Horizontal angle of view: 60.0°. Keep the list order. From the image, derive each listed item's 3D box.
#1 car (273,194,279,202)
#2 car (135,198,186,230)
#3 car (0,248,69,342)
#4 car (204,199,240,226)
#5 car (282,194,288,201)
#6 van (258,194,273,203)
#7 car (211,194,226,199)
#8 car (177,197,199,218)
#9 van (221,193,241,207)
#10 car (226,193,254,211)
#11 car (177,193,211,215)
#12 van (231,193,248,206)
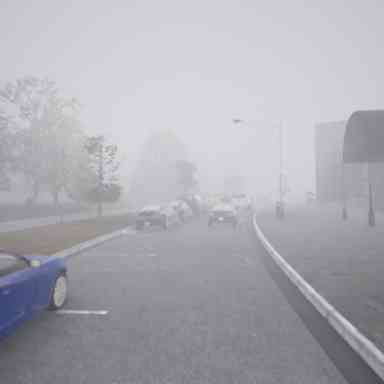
[{"bbox_3d":[18.484,1.387,78.229,2.435,2.045,5.566,-3,-1,29],"label":"car"},{"bbox_3d":[-2.085,1.451,20.675,2.231,1.521,4.892,-3,0,9],"label":"car"},{"bbox_3d":[-3.462,1.469,4.694,2.097,1.535,5.008,0,0,2],"label":"car"},{"bbox_3d":[2.150,1.470,22.721,1.812,1.442,4.674,0,0,9],"label":"car"},{"bbox_3d":[21.459,1.714,82.927,2.002,1.452,4.674,-2,-1,33],"label":"car"},{"bbox_3d":[15.713,1.372,73.474,1.878,1.987,4.442,-3,-1,27],"label":"van"},{"bbox_3d":[2.742,1.430,42.691,1.946,1.575,5.366,-3,0,18],"label":"car"},{"bbox_3d":[-1.190,1.443,26.195,2.231,1.521,4.892,-3,0,10],"label":"car"},{"bbox_3d":[6.294,1.238,53.218,1.878,1.987,4.442,-3,0,21],"label":"van"},{"bbox_3d":[5.907,1.133,39.748,2.150,2.045,5.566,-1,0,16],"label":"car"},{"bbox_3d":[-0.106,1.182,31.715,2.435,2.045,5.566,-3,0,12],"label":"car"},{"bbox_3d":[8.372,1.263,58.409,1.878,1.987,4.442,-3,0,22],"label":"van"}]
